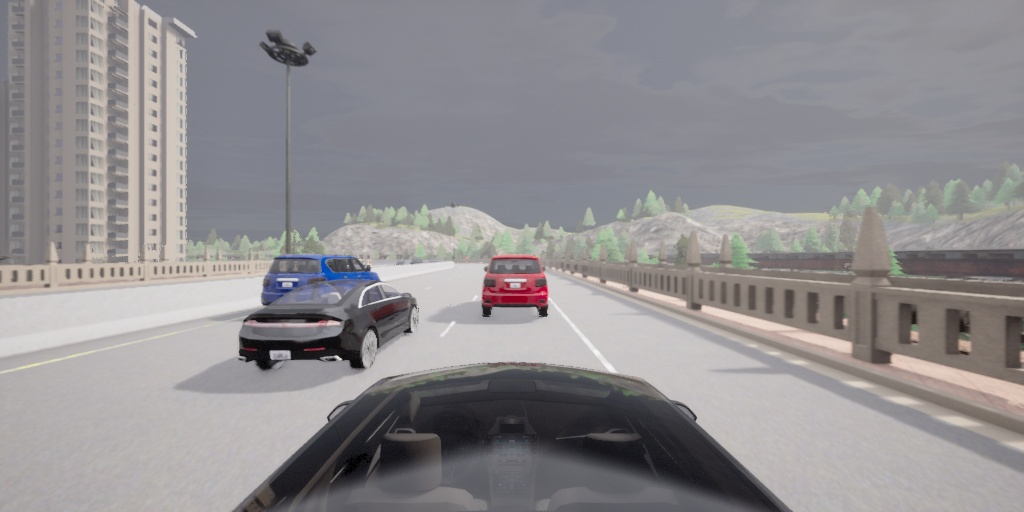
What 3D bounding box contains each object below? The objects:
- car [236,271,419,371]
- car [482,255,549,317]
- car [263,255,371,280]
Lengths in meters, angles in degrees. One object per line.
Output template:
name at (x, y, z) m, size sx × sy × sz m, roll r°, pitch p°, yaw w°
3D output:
car at (-3.400, 1.243, 7.687) m, size 2.128 × 1.511 × 4.902 m, roll 0°, pitch 0°, yaw 0°
car at (0.099, 0.976, 13.405) m, size 2.150 × 2.045 × 5.566 m, roll 0°, pitch 0°, yaw 0°
car at (-6.901, 0.977, 13.695) m, size 2.150 × 2.045 × 5.566 m, roll 0°, pitch 0°, yaw 0°
